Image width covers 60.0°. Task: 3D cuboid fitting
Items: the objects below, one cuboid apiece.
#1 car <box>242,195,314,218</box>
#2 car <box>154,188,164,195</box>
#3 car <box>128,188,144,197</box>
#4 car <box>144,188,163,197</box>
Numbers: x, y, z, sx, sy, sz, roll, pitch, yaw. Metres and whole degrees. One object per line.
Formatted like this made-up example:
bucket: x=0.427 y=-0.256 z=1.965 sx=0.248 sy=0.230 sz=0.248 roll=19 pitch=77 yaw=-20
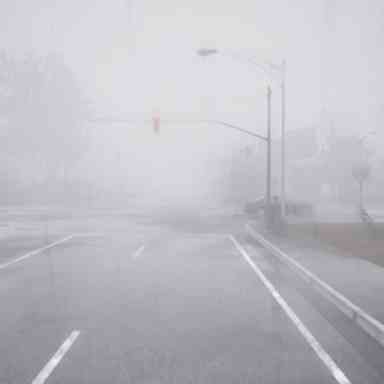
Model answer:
car: x=6.080 y=1.000 z=23.669 sx=5.008 sy=1.535 sz=1.882 roll=0 pitch=1 yaw=-3
car: x=-7.753 y=-0.149 z=78.301 sx=2.033 sy=1.411 sz=5.357 roll=0 pitch=2 yaw=-3
car: x=-10.753 y=0.239 z=62.739 sx=1.812 sy=1.442 sz=4.674 roll=0 pitch=1 yaw=0
car: x=-7.248 y=0.271 z=62.951 sx=1.994 sy=1.385 sz=4.181 roll=0 pitch=1 yaw=0
